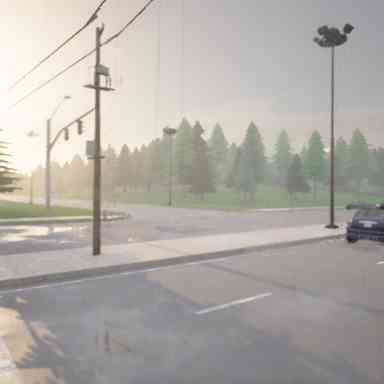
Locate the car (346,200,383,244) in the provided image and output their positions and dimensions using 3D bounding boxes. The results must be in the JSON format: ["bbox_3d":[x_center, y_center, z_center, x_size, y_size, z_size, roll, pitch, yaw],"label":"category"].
[{"bbox_3d":[8.956,1.414,15.061,4.553,1.767,2.097,1,0,-38],"label":"car"}]
